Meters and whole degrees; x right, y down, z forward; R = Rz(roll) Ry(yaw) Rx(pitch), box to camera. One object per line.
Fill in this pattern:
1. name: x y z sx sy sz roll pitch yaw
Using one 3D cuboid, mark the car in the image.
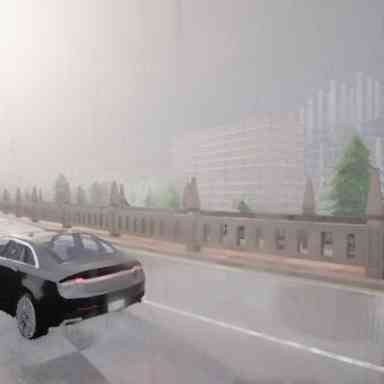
1. car: -3.010 1.509 6.622 4.902 1.511 2.128 0 0 40
